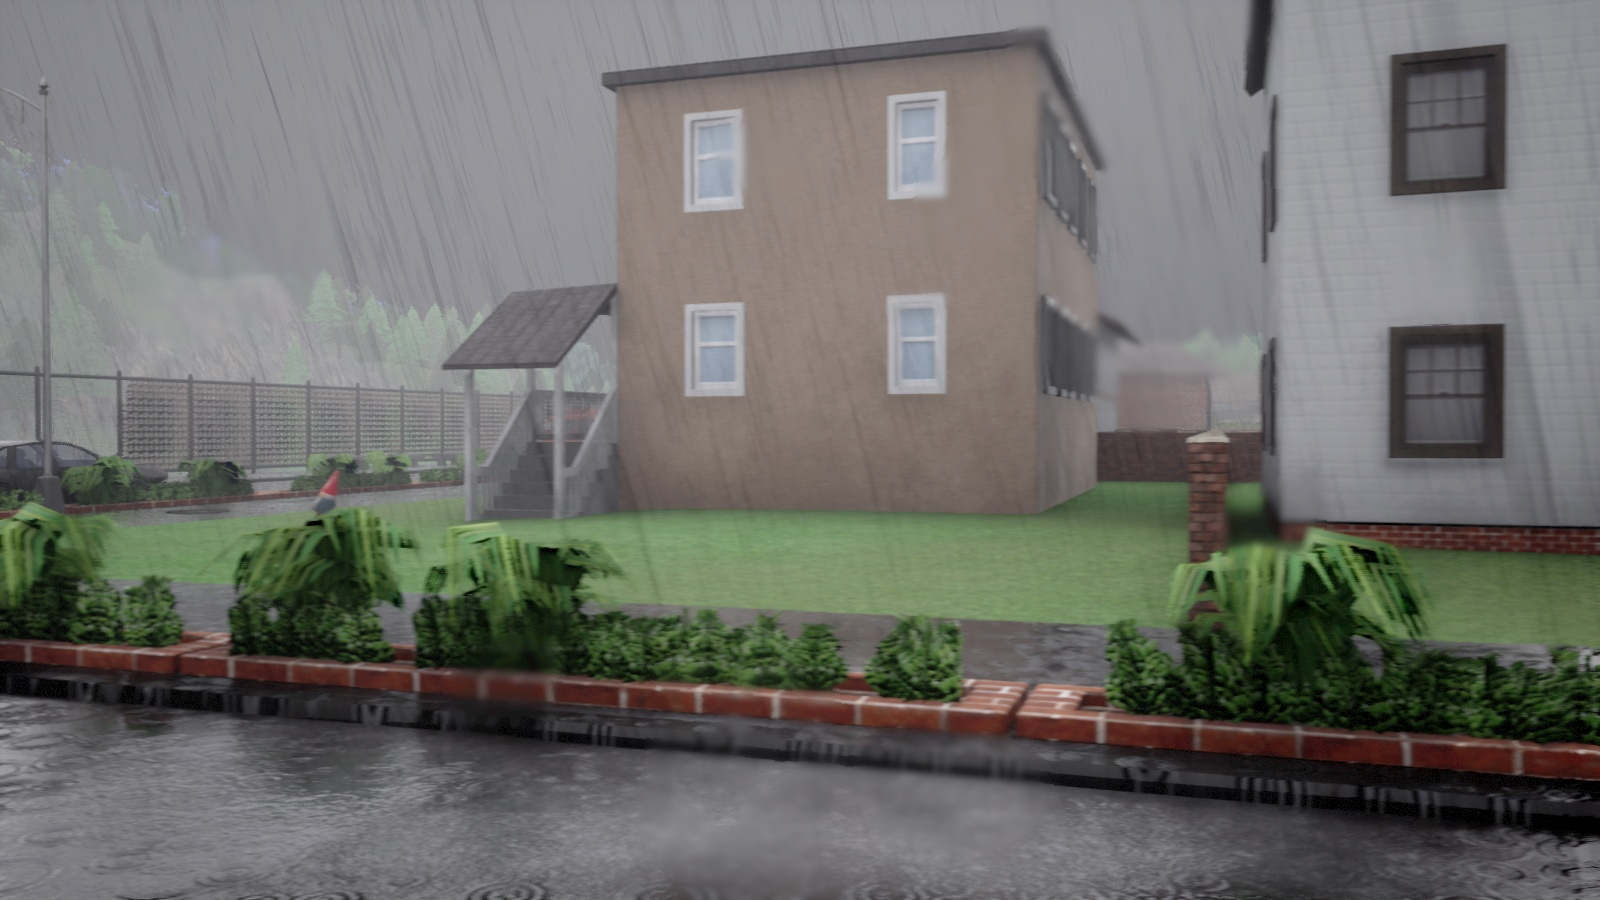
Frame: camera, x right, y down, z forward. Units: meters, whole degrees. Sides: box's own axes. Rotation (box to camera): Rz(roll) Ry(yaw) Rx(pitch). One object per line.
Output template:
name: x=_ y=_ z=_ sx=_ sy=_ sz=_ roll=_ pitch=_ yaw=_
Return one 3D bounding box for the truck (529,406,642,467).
truck: x=-9.145 y=-0.600 z=53.973 sx=2.627 sy=2.467 sz=5.204 roll=1 pitch=1 yaw=19

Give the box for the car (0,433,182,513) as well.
car: x=-14.910 y=0.394 z=24.348 sx=2.033 sy=1.411 sz=5.357 roll=1 pitch=1 yaw=19
